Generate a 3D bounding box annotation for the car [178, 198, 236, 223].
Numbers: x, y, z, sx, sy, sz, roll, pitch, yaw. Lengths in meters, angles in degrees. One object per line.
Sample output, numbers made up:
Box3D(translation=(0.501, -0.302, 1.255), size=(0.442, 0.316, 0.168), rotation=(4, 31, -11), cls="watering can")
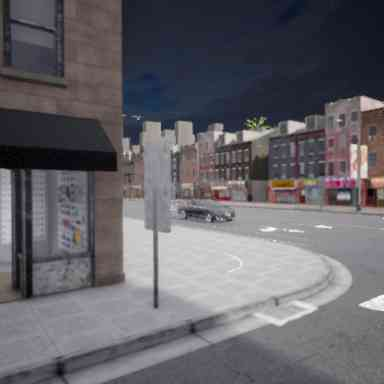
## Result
Box3D(translation=(0.906, 1.225, 22.727), size=(1.837, 1.490, 4.892), rotation=(-1, 1, -36), cls="car")
